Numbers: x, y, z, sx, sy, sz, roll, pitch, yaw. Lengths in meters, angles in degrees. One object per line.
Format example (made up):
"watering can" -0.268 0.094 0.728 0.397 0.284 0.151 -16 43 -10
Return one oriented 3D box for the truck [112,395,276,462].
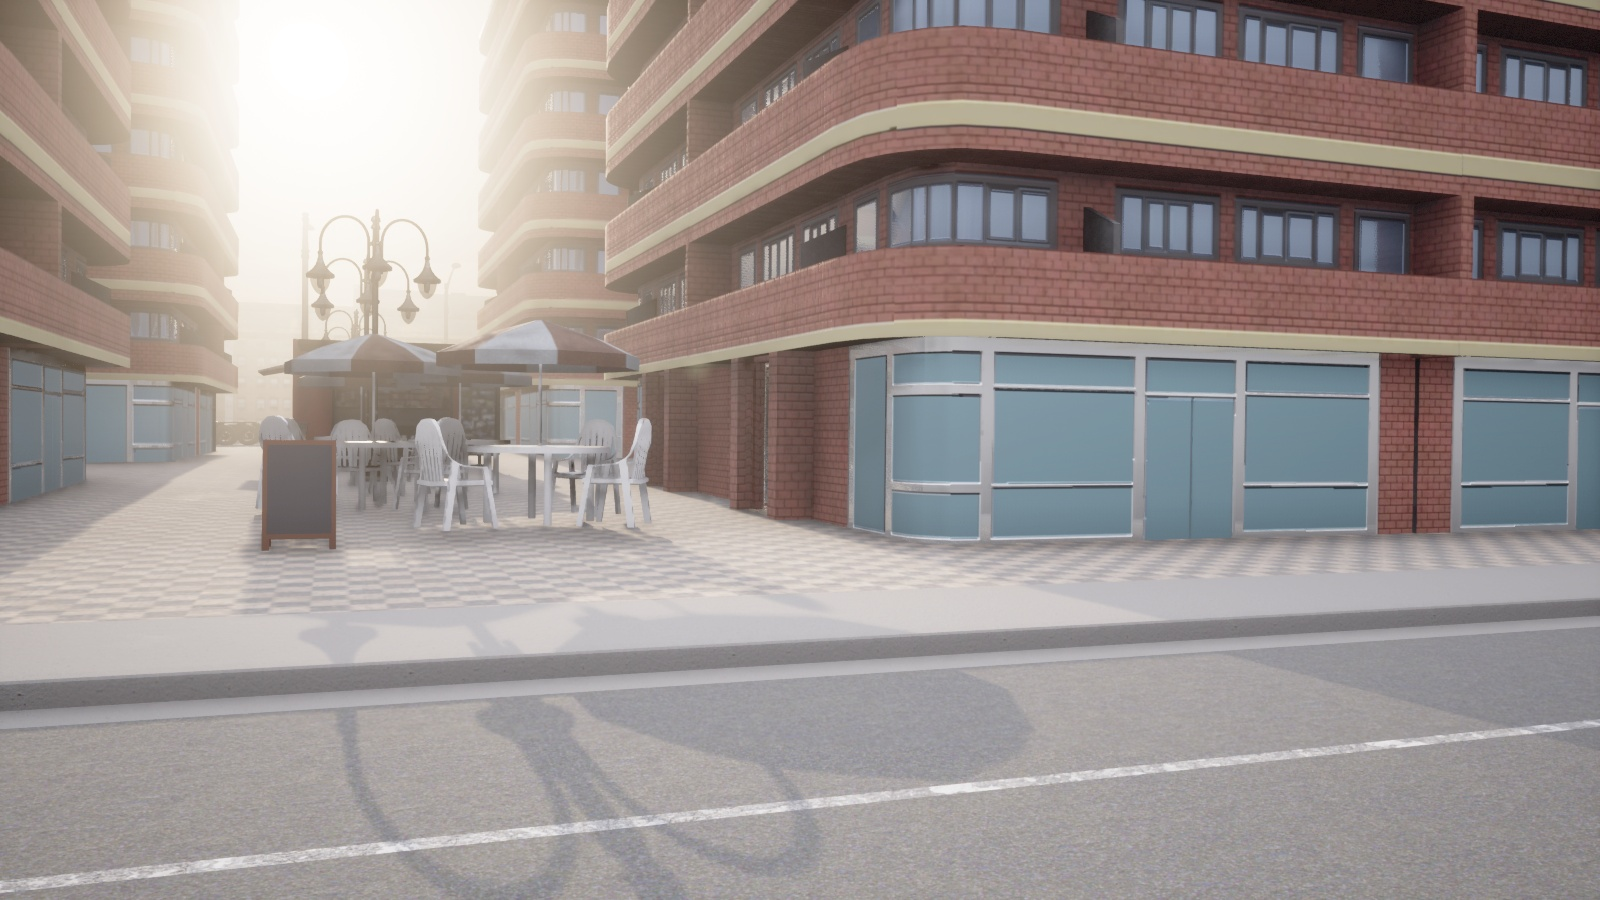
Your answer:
"truck" -33.848 -1.244 70.484 7.936 3.462 2.891 -2 1 -21
